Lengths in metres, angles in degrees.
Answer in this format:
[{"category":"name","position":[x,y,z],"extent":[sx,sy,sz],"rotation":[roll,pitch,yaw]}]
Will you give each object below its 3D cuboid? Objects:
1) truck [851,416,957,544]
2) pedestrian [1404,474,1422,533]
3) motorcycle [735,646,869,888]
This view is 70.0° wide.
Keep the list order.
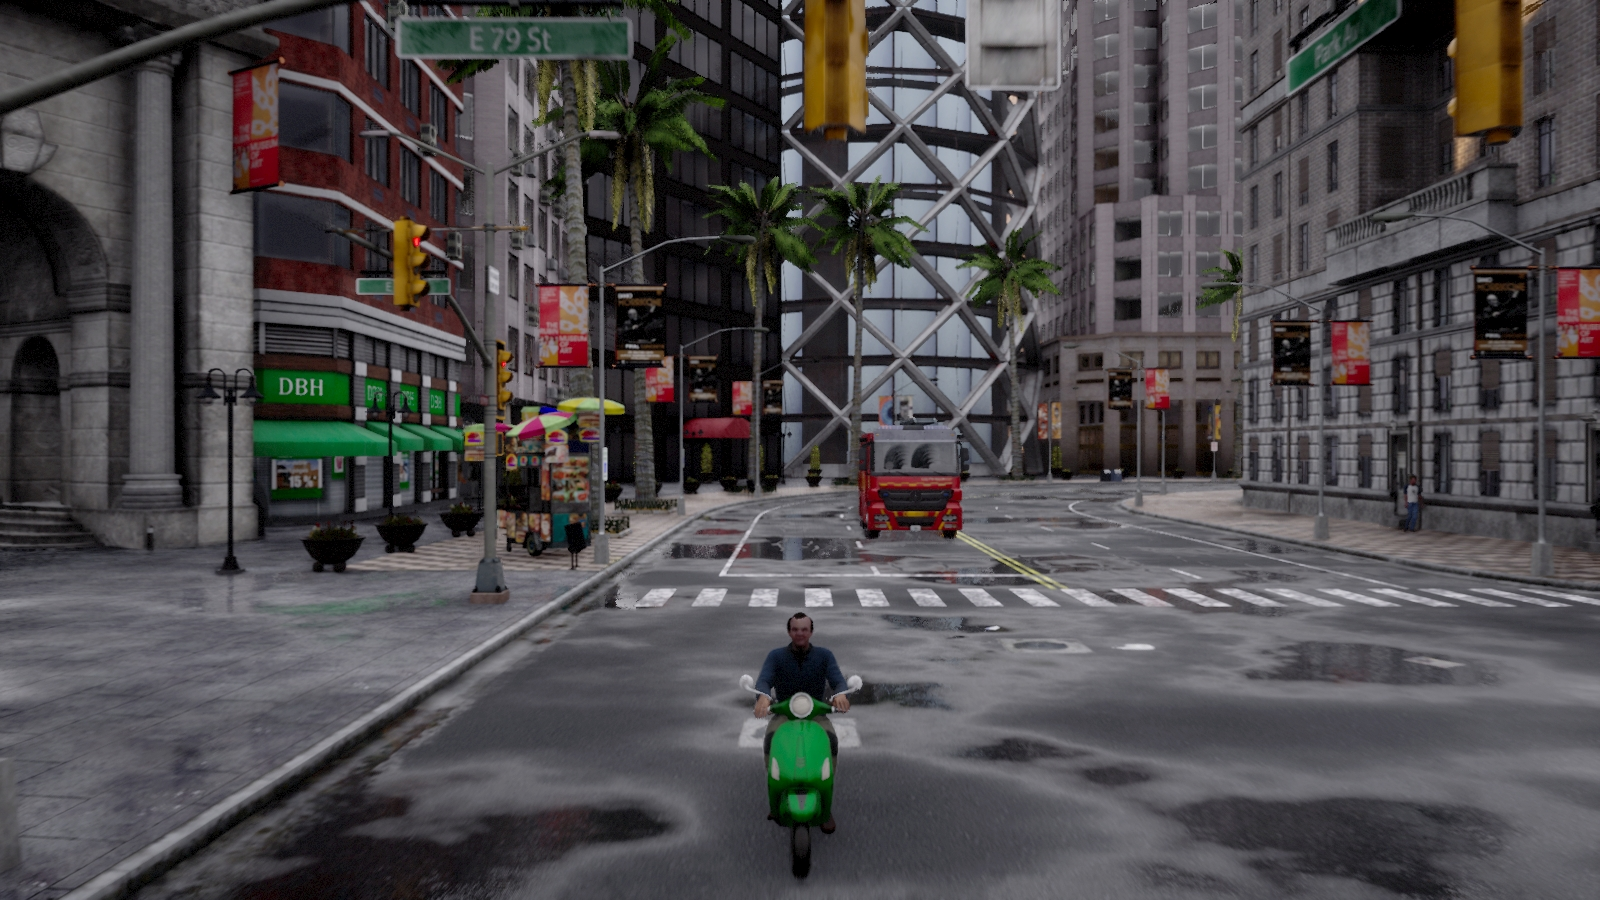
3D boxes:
[{"category":"truck","position":[3.286,0.890,38.305],"extent":[2.891,3.827,8.468],"rotation":[0,0,1]},{"category":"pedestrian","position":[19.571,1.696,36.497],"extent":[0.375,1.860,0.375],"rotation":[0,0,0]},{"category":"motorcycle","position":[0.013,2.182,8.201],"extent":[0.856,1.236,1.805],"rotation":[0,0,0]}]
